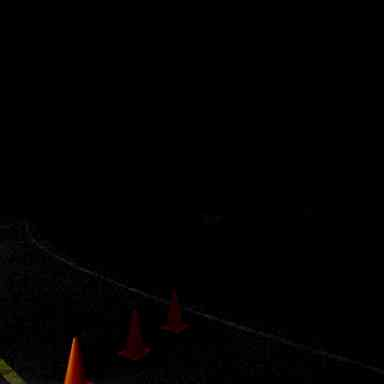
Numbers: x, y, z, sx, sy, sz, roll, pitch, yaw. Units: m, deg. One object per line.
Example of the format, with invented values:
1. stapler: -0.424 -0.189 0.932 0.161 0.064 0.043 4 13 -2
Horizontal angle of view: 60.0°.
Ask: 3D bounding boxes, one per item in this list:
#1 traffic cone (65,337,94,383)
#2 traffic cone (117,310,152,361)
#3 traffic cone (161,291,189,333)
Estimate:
1. traffic cone: -1.313 1.945 3.759 0.340 0.580 0.340 1 1 31
2. traffic cone: -0.795 1.938 4.610 0.340 0.580 0.340 1 1 31
3. traffic cone: -0.277 1.931 5.460 0.340 0.580 0.340 1 1 31
